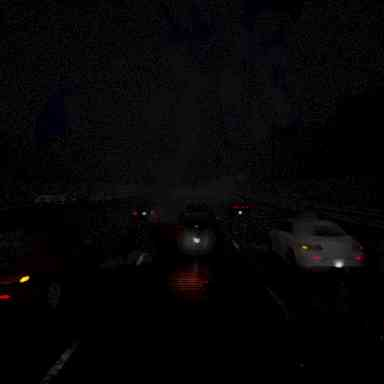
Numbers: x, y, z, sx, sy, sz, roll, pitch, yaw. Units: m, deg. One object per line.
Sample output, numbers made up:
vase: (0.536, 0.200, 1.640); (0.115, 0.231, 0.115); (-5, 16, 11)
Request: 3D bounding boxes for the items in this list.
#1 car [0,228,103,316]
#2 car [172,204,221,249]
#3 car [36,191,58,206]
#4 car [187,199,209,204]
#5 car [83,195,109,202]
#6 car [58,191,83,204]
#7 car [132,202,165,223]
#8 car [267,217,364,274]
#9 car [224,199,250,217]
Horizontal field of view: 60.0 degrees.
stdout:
car: (-3.408, 1.525, 7.408); (1.812, 1.442, 4.674); (0, 0, 1)
car: (0.200, 1.488, 14.425); (1.837, 1.490, 4.892); (0, 0, 1)
car: (-20.076, 0.848, 47.534); (2.150, 2.045, 5.566); (0, 1, 3)
car: (0.536, 1.345, 30.968); (1.882, 1.535, 5.008); (0, 1, 2)
car: (-13.116, 1.122, 46.542); (1.882, 1.535, 5.008); (0, 1, 3)
car: (-16.594, 0.985, 47.052); (2.097, 1.767, 4.553); (0, 1, 3)
car: (-3.139, 1.468, 24.800); (2.033, 1.411, 5.357); (0, 0, 2)
car: (3.640, 1.522, 10.462); (1.812, 1.442, 4.674); (0, 0, 1)
car: (3.996, 1.389, 29.467); (1.837, 1.490, 4.892); (0, 1, 2)
